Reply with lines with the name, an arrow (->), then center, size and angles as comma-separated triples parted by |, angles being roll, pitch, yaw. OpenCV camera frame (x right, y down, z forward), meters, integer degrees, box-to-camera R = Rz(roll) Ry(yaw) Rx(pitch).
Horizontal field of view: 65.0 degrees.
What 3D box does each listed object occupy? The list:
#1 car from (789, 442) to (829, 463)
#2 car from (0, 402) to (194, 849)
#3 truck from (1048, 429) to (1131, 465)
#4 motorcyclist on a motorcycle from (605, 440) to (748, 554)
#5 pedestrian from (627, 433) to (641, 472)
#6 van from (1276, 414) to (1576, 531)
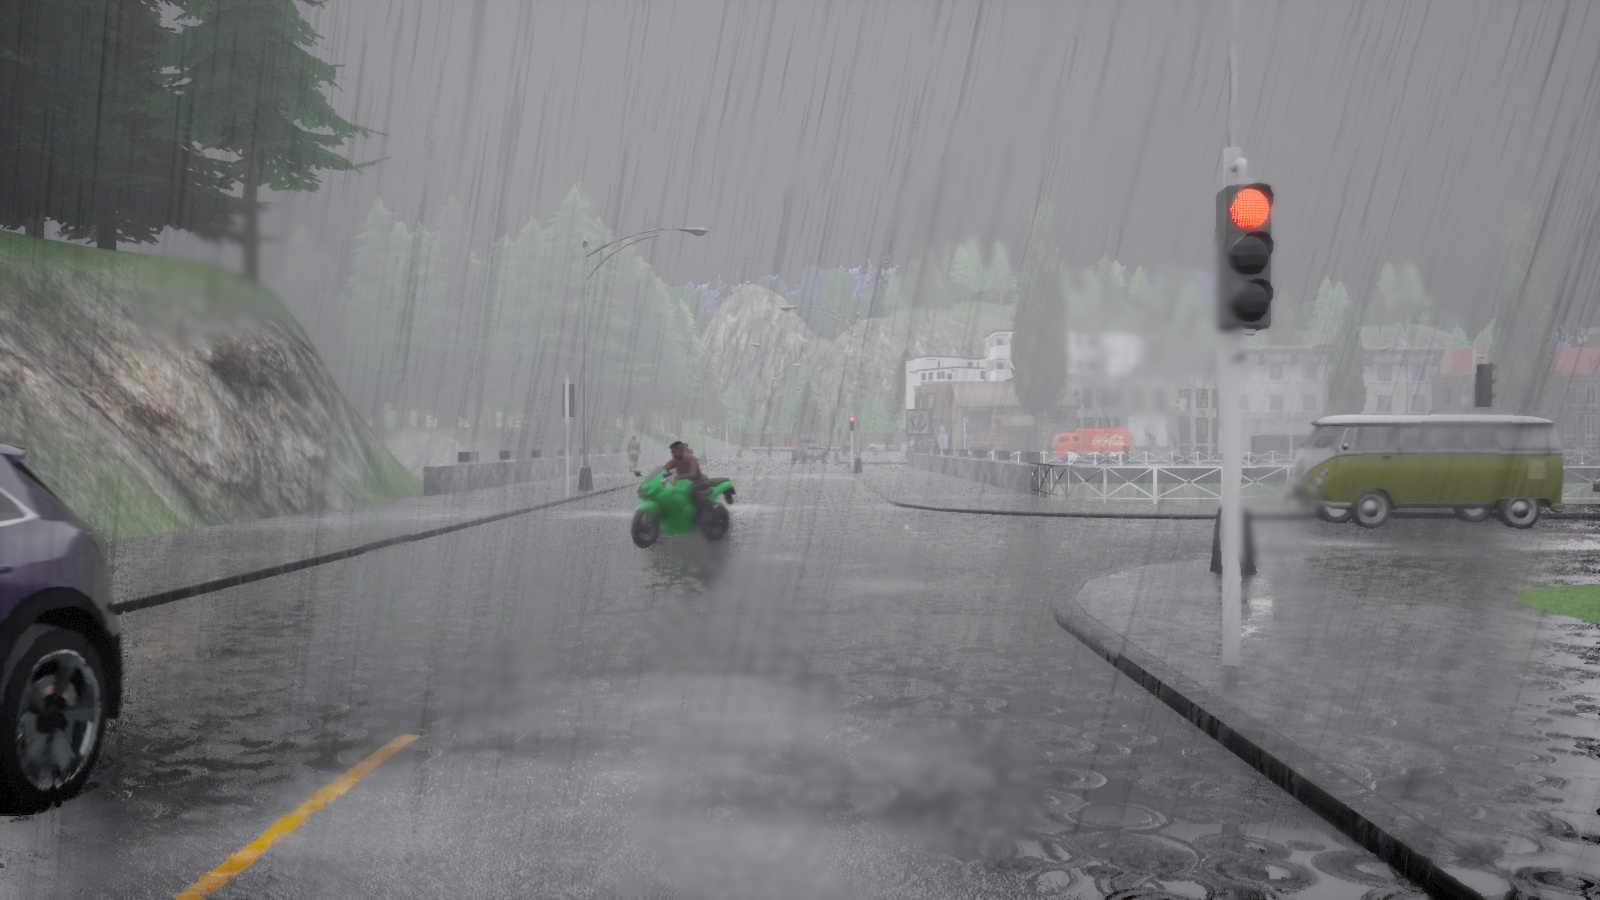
car -> 0.643, 0.166, 95.125 | 2.128, 1.511, 4.902 | 0, 0, -11
car -> -3.972, 0.653, 3.666 | 2.033, 1.649, 4.856 | 0, 0, 0
truck -> 20.230, -0.220, 87.981 | 5.204, 2.467, 2.627 | 0, 0, 0
motorcyclist on a motorcycle -> -1.746, 0.626, 17.991 | 0.797, 1.523, 2.044 | 2, 2, 39
pedestrian -> -7.943, 0.111, 60.082 | 0.540, 1.848, 0.694 | 0, 0, 3
van -> 11.048, 0.382, 22.385 | 4.442, 1.987, 1.775 | 0, 0, 0
